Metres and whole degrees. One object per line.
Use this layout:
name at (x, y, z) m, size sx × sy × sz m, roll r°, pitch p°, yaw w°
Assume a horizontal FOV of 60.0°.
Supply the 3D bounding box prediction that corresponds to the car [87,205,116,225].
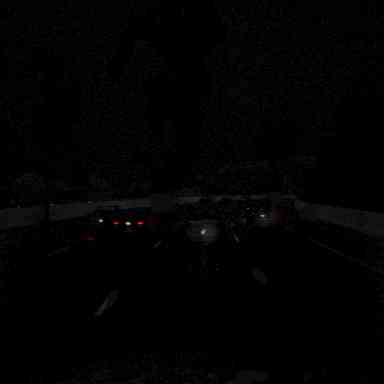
car at (-5.761, 1.605, 24.185) m, size 1.895 × 1.301 × 4.718 m, roll 0°, pitch 0°, yaw 7°

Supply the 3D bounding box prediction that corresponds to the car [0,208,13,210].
car at (-22.071, 1.553, 35.393) m, size 2.033 × 1.411 × 5.357 m, roll 0°, pitch 0°, yaw 9°

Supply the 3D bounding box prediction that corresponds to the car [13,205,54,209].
car at (-18.022, 1.227, 38.206) m, size 2.150 × 2.045 × 5.566 m, roll 0°, pitch 0°, yaw 11°

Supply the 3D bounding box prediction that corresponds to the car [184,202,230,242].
car at (0.686, 1.494, 16.492) m, size 2.128 × 1.511 × 4.902 m, roll 0°, pitch 0°, yaw 4°

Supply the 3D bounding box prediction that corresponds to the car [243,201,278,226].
car at (4.839, 1.568, 23.306) m, size 1.994 × 1.385 × 4.181 m, roll 0°, pitch 0°, yaw 7°

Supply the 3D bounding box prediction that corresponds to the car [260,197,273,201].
car at (13.557, 1.575, 60.401) m, size 1.994 × 1.385 × 4.181 m, roll 0°, pitch 0°, yaw 20°

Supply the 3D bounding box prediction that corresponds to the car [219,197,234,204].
car at (6.401, 1.575, 61.220) m, size 1.994 × 1.385 × 4.181 m, roll 0°, pitch 0°, yaw 19°

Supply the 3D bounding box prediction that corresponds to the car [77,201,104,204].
car at (-13.338, 1.360, 43.733) m, size 2.097 × 1.767 × 4.553 m, roll 0°, pitch 0°, yaw 13°

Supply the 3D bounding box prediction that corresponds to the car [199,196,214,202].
car at (2.628, 1.537, 61.426) m, size 1.812 × 1.442 × 4.674 m, roll 0°, pitch 0°, yaw 19°

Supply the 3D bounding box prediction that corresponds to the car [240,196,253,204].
car at (9.997, 1.503, 60.895) m, size 2.128 × 1.511 × 4.902 m, roll 0°, pitch 0°, yaw 20°

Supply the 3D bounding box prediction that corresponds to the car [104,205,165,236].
car at (-2.811, 1.550, 18.320) m, size 2.033 × 1.411 × 5.357 m, roll 0°, pitch 0°, yaw 5°
